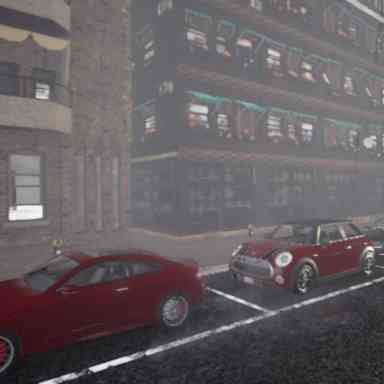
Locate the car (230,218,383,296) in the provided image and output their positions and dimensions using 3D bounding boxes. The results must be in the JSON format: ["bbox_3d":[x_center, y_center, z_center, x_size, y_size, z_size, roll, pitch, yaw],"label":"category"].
[{"bbox_3d":[2.887,1.442,8.590,4.097,1.590,1.967,0,-1,-35],"label":"car"}]

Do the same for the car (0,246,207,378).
[{"bbox_3d":[-1.673,1.583,5.337,4.206,1.307,1.802,0,-1,-35],"label":"car"}]
